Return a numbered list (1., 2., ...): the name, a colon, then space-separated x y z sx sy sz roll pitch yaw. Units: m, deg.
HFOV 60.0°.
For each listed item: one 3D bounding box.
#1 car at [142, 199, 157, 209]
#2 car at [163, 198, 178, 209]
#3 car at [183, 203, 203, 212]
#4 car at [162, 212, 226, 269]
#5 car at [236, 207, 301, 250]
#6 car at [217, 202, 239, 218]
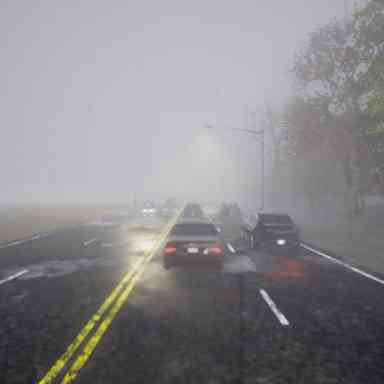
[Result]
1. car: -6.566 1.823 52.021 2.128 1.511 4.902 0 0 0
2. car: -3.313 1.688 52.527 2.097 1.767 4.553 0 0 0
3. car: 0.085 1.736 31.143 1.812 1.442 4.674 0 0 0
4. car: 0.051 1.628 11.442 2.033 1.411 5.357 0 0 1
5. car: 3.319 1.603 14.753 1.837 1.490 4.892 -1 0 0
6. car: 3.328 1.693 30.216 2.128 1.511 4.902 0 0 0
